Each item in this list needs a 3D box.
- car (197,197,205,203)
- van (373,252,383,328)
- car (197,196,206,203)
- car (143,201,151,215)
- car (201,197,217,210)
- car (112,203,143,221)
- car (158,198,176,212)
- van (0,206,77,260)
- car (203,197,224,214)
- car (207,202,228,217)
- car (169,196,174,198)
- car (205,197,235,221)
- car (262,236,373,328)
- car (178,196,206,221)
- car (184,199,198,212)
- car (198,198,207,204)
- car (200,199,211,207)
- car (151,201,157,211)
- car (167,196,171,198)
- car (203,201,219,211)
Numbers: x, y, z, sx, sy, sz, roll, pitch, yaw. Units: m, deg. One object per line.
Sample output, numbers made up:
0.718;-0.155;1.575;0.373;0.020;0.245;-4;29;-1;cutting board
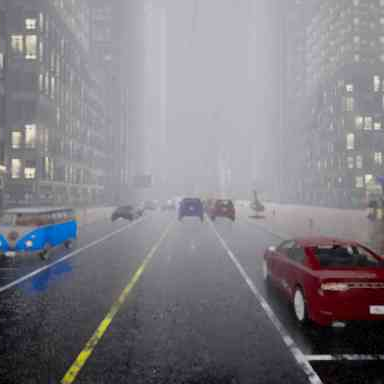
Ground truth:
2.376;2.096;90.165;1.967;1.590;4.097;0;0;0;car
2.808;1.350;1.544;1.690;1.788;3.998;0;0;0;van
2.397;1.931;84.627;2.192;1.841;5.009;0;0;0;car
-5.806;1.816;34.742;2.008;1.369;4.403;0;0;0;car
2.516;1.691;51.392;2.192;1.841;5.009;0;0;0;car
-5.786;1.790;29.203;1.947;1.339;4.313;0;0;0;car
-3.159;1.887;45.528;2.033;1.411;5.357;0;0;0;car
-5.726;1.443;12.588;1.690;1.788;3.998;0;0;0;van
2.555;1.610;40.314;2.192;1.841;5.009;0;0;0;car
2.574;1.800;34.773;1.887;1.381;4.507;0;0;0;car
-5.964;2.168;79.055;1.802;1.307;4.206;0;0;0;car
2.595;1.529;29.235;2.192;1.841;5.009;0;0;0;car
2.697;1.595;7.080;1.887;1.381;4.507;0;0;0;car
-0.060;1.449;30.178;2.150;2.045;5.566;0;0;0;car
-0.097;1.818;46.064;1.882;1.535;5.008;0;0;0;car
2.416;2.142;79.086;1.947;1.339;4.313;0;0;0;car
2.476;2.007;62.469;2.008;1.369;4.403;0;0;0;car
-5.845;1.927;45.821;1.802;1.307;4.206;0;0;0;car
-5.925;2.088;67.977;1.802;1.307;4.206;0;0;0;car
2.535;1.901;45.852;1.947;1.339;4.313;0;0;0;car
